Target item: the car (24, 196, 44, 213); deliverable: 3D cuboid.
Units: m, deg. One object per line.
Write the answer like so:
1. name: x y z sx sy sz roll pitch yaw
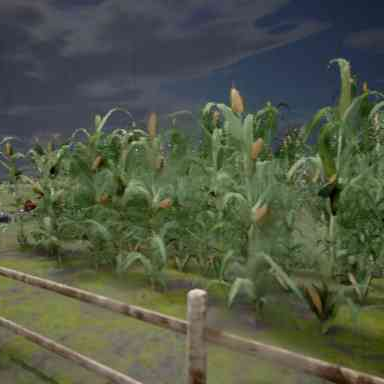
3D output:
1. car: -10.835 0.957 26.008 1.812 1.442 4.674 2 2 22
